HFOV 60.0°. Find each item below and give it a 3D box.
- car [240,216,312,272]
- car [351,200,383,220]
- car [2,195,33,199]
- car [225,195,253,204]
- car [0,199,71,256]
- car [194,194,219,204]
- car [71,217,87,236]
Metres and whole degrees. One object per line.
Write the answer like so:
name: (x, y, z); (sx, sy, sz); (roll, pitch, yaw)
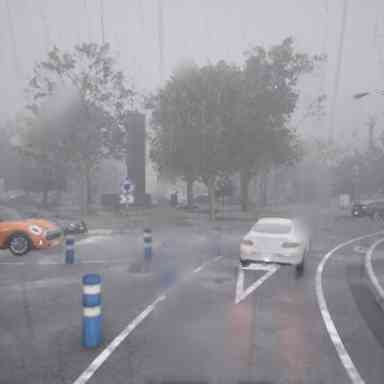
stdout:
car: (2.858, 1.525, 10.963); (1.812, 1.442, 4.674); (0, 0, 22)
car: (15.351, 1.416, 27.020); (4.892, 1.490, 1.837); (0, -1, -16)
car: (-25.279, 1.098, 48.061); (1.812, 1.442, 4.674); (1, 0, 36)
car: (7.299, 1.182, 52.064); (4.674, 1.442, 1.812); (1, 0, 42)
car: (-7.324, 1.305, 12.565); (4.553, 1.767, 2.097); (0, 1, 3)
car: (1.856, 1.142, 51.936); (4.892, 1.490, 1.837); (0, -1, 30)
car: (-7.183, 1.489, 15.682); (4.181, 1.385, 1.994); (0, 1, 2)
